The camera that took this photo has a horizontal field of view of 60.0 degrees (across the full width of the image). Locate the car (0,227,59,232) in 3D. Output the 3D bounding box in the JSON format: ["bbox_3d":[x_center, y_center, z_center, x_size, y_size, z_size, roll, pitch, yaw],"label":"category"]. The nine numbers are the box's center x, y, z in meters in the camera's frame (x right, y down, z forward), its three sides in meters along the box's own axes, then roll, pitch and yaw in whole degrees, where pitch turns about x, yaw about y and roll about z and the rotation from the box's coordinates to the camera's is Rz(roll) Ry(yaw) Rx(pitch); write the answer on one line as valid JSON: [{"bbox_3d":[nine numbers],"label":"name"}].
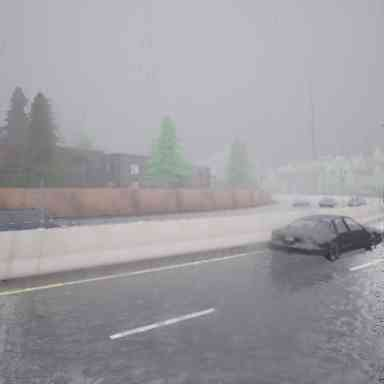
[{"bbox_3d":[-7.173,1.351,11.887,4.553,1.767,2.097,0,0,-37],"label":"car"}]

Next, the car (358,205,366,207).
[{"bbox_3d":[21.740,1.442,43.669,2.128,1.511,4.902,0,0,30],"label":"car"}]

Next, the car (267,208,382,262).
[{"bbox_3d":[5.013,1.534,12.197,5.357,1.411,2.033,0,0,-40],"label":"car"}]
